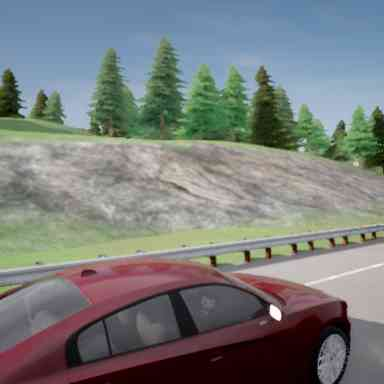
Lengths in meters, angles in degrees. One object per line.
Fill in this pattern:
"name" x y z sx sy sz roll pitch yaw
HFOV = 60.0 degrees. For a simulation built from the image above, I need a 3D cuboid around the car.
"car" -0.276 1.471 3.545 5.008 1.535 1.882 0 0 -36
